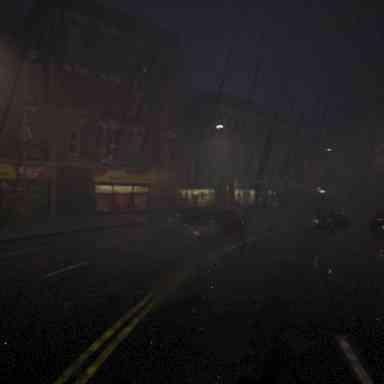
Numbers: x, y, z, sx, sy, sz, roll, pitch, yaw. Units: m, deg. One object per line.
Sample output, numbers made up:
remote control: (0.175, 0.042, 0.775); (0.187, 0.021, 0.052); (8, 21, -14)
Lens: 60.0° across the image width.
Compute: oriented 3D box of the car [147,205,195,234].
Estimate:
car: (-0.733, 1.608, 20.303); (1.837, 1.490, 4.892); (0, -1, 33)

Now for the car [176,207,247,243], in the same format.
car: (1.341, 1.622, 17.009); (1.812, 1.442, 4.674); (0, 0, 30)

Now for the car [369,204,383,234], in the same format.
car: (11.976, 1.667, 19.603); (1.837, 1.490, 4.892); (-1, -1, 42)

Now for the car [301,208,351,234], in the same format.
car: (8.428, 1.715, 20.761); (1.994, 1.385, 4.181); (0, 0, 39)

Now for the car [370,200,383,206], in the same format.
car: (28.262, 1.946, 49.498); (5.357, 1.411, 2.033); (1, 0, -42)
